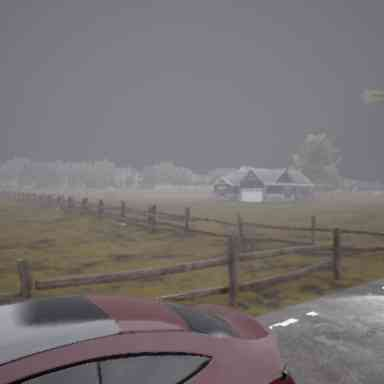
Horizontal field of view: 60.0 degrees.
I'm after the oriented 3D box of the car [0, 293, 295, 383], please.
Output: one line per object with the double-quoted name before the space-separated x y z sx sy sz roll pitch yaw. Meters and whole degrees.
"car" -1.247 1.540 2.089 4.674 1.442 1.812 1 -1 -37
